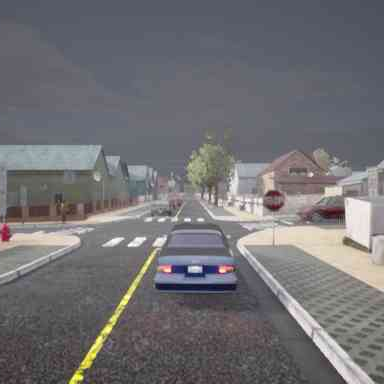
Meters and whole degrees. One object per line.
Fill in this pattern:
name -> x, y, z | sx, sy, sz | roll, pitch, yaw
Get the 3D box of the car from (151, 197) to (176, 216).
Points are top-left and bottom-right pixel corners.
car -> -2.882, 1.515, 32.706 | 1.812, 1.442, 4.674 | 0, 0, 0

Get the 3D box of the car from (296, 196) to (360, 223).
car -> 9.400, 1.082, 22.436 | 4.553, 1.767, 2.097 | -2, -1, 0

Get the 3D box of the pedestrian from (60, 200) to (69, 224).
pedestrian -> -9.728, 1.452, 25.207 | 0.375, 1.860, 0.375 | 0, 0, 0

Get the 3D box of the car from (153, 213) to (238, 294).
car -> 0.122, 1.546, 8.953 | 2.033, 1.411, 5.357 | 0, 0, 1

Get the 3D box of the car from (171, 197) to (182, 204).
car -> -2.888, 1.568, 63.855 | 1.895, 1.301, 4.718 | 0, 0, 1

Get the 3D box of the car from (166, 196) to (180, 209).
car -> -2.906, 1.585, 42.801 | 1.895, 1.301, 4.718 | 0, 0, 0

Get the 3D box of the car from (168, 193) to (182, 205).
car -> -2.928, 1.198, 53.487 | 2.150, 2.045, 5.566 | 0, 0, 0
